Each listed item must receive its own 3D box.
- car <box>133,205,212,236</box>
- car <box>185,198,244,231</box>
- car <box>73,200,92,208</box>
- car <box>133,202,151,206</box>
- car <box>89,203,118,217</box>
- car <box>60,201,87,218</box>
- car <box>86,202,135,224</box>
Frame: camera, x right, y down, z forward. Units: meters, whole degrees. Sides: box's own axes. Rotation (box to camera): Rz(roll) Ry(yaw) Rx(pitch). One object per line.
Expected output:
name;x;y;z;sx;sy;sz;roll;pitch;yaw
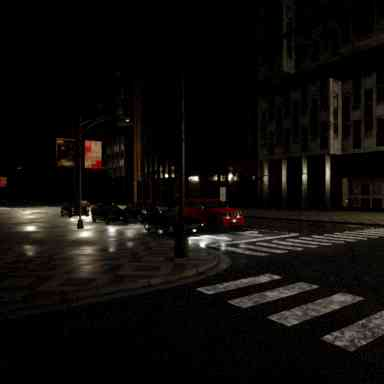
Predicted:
car;-1.411;1.793;20.665;2.033;1.411;5.357;0;-1;-36
car;1.074;1.455;22.822;2.150;2.045;5.566;0;-1;-34
car;-21.964;2.407;66.459;2.033;1.411;5.357;0;-1;-36
car;-4.582;1.717;30.686;2.097;1.767;4.553;0;-1;-36
car;-10.365;2.025;38.771;1.812;1.442;4.674;0;-1;-35
car;-13.012;1.867;36.887;2.097;1.767;4.553;0;-1;-35
car;-7.101;1.855;28.616;1.882;1.535;5.008;0;-1;-36
